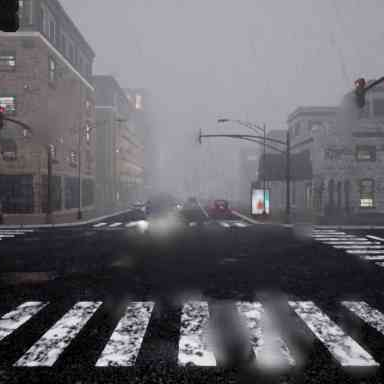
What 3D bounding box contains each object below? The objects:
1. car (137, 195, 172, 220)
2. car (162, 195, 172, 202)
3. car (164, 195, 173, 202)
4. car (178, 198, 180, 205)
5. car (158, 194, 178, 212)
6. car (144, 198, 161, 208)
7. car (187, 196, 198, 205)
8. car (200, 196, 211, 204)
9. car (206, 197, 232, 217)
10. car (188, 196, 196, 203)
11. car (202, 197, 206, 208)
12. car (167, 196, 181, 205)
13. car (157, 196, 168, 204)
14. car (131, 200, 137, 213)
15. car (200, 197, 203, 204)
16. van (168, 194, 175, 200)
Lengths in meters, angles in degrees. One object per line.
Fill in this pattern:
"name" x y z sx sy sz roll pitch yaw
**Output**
"car" -3.109 1.355 28.390 2.097 1.767 4.553 0 0 -1
"car" -5.807 1.497 77.349 1.967 1.590 4.097 0 0 0
"car" -5.813 1.592 82.876 1.752 1.417 4.829 -1 0 0
"car" -3.157 1.584 48.465 1.994 1.385 4.181 0 0 0
"car" -3.150 1.233 38.507 2.150 2.045 5.566 0 0 0
"car" -5.764 1.571 48.867 2.008 1.369 4.403 0 0 0
"car" 0.020 1.534 57.907 1.837 1.490 4.892 0 0 0
"car" 2.592 1.591 65.981 2.008 1.369 4.403 -1 0 0
"car" 2.639 1.446 31.801 1.967 1.590 4.097 0 0 0
"car" -0.020 1.572 70.761 1.812 1.442 4.674 0 0 0
"car" 2.624 1.597 43.194 1.802 1.307 4.206 0 0 0
"car" -3.141 1.522 58.503 2.128 1.511 4.902 0 0 0
"car" -5.789 1.565 65.787 1.752 1.417 4.829 0 0 0
"car" -5.748 1.561 37.473 2.008 1.369 4.403 0 0 0
"car" 2.616 1.571 48.892 2.008 1.369 4.403 0 0 0
"van" -5.832 1.430 94.440 1.690 1.788 3.998 -1 0 0
